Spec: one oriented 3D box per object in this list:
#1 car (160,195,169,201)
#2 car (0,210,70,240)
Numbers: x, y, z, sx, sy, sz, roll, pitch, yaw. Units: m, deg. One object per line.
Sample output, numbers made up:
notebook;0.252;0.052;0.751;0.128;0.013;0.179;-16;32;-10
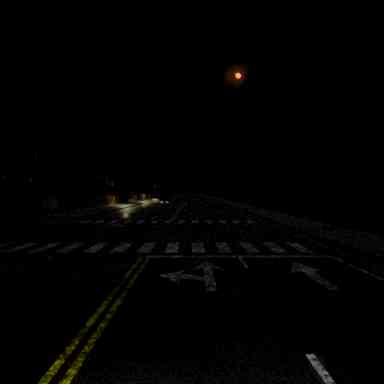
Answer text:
car;-6.438;1.490;78.772;2.033;1.411;5.357;0;0;0
car;-8.595;1.552;15.490;5.357;1.411;2.033;0;0;-33
